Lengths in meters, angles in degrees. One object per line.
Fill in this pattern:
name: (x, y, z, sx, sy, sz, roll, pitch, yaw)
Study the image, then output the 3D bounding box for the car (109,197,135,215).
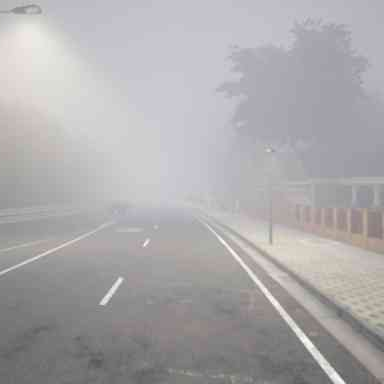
car: (-7.672, 1.677, 36.176, 1.837, 1.490, 4.892, -1, 0, 1)
